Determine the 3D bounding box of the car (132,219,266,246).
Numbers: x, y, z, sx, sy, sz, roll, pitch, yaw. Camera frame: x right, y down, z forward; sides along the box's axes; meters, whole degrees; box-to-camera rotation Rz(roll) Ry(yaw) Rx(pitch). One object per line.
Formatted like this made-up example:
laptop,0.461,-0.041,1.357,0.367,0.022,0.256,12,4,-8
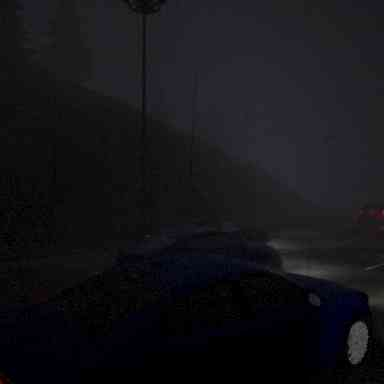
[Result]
car,0.314,1.623,8.493,4.674,1.442,1.812,1,-1,-37

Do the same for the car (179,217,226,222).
car,0.732,1.697,13.158,5.357,1.411,2.033,1,-1,-38

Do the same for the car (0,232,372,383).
car,0.292,1.525,4.082,5.008,1.535,1.882,1,-1,-36

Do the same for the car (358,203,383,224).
car,15.481,1.688,28.013,2.097,1.767,4.553,0,-1,37
